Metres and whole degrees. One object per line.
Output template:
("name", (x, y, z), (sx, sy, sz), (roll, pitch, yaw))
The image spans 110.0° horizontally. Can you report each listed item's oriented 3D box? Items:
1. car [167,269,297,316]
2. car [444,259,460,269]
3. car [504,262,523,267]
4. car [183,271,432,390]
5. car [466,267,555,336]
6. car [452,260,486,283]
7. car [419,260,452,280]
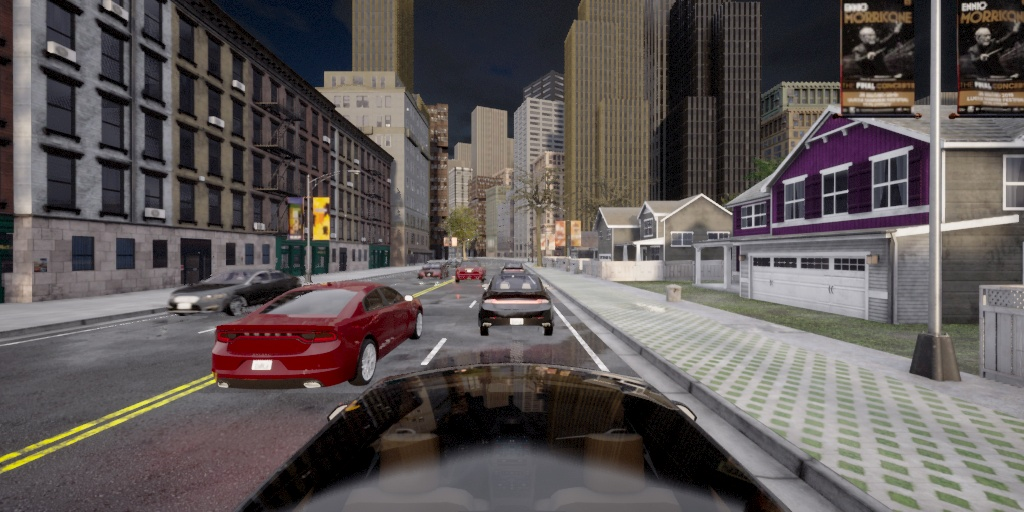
("car", (-9.842, 1.238, 13.228), (2.128, 1.511, 4.902), (0, 0, 0))
("car", (-9.710, 1.276, 58.274), (1.994, 1.385, 4.181), (0, 0, 0))
("car", (0.116, 1.229, 27.800), (2.128, 1.511, 4.902), (0, 0, 0))
("car", (-3.148, 1.227, 7.006), (1.882, 1.535, 5.008), (0, 0, 0))
("car", (0.106, 1.239, 10.381), (2.128, 1.511, 4.902), (0, 0, 0))
("car", (-3.124, 1.090, 27.815), (2.097, 1.767, 4.553), (0, 0, -2))
("car", (-6.580, 1.300, 30.335), (1.994, 1.385, 4.181), (0, 0, 0))
